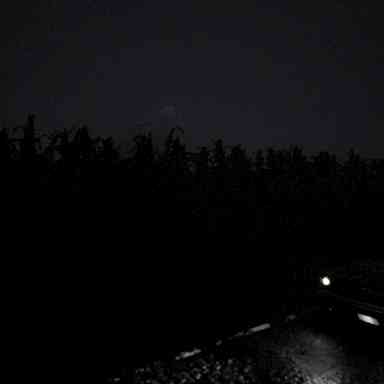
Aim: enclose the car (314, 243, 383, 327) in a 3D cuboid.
[{"bbox_3d":[4.396,1.560,6.203,4.718,1.301,1.895,0,0,-35],"label":"car"}]
